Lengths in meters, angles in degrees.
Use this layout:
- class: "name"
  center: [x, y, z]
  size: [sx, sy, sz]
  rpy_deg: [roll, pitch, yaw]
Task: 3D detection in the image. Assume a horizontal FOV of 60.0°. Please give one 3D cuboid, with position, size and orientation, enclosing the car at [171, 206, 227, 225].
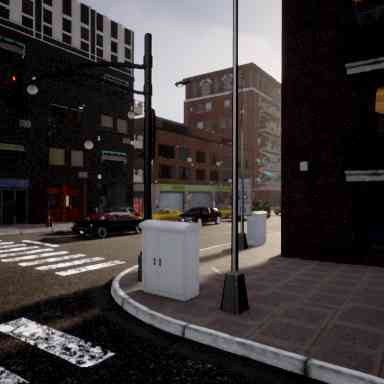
- class: "car"
  center: [0.700, 1.962, 27.349]
  size: [1.837, 1.490, 4.892]
  rpy_deg: [0, -1, 35]

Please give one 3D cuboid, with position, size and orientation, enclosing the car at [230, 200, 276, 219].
- class: "car"
  center: [6.694, 1.877, 35.938]
  size: [2.150, 2.045, 5.566]
  rpy_deg: [0, -1, 35]

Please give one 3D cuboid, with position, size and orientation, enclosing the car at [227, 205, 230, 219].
- class: "car"
  center: [3.969, 2.153, 36.587]
  size: [1.752, 1.417, 4.829]
  rpy_deg: [-1, -2, 35]

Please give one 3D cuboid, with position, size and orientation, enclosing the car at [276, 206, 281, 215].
- class: "car"
  center: [12.722, 2.400, 44.498]
  size: [2.033, 1.411, 5.357]
  rpy_deg: [0, -1, 35]

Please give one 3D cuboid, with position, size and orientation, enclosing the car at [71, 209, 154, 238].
- class: "car"
  center: [-4.667, 1.881, 19.663]
  size: [1.895, 1.301, 4.718]
  rpy_deg: [0, -1, 35]

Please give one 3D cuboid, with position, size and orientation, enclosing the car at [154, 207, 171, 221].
- class: "car"
  center: [-2.353, 1.944, 27.528]
  size: [1.752, 1.417, 4.829]
  rpy_deg: [-1, -2, 35]

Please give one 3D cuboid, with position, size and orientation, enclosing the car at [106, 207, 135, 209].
- class: "car"
  center: [-5.416, 1.758, 23.141]
  size: [1.967, 1.590, 4.097]
  rpy_deg: [-1, -2, 35]

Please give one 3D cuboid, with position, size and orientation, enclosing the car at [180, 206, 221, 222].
- class: "car"
  center: [0.905, 2.092, 32.196]
  size: [1.947, 1.339, 4.313]
  rpy_deg: [-1, -2, 35]
